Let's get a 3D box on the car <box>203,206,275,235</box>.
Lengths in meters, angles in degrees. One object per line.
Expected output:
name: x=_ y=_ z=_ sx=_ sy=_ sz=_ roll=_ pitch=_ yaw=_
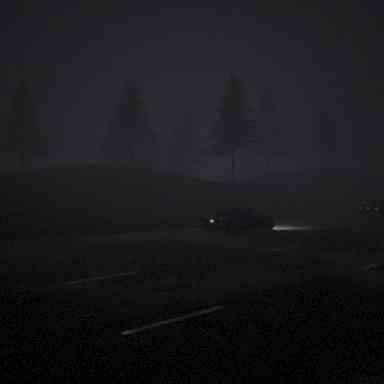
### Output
car: x=2.673 y=1.482 z=18.553 sx=4.181 sy=1.385 sz=1.994 roll=0 pitch=0 yaw=-36

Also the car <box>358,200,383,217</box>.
car: x=16.310 y=1.361 z=28.316 sx=5.357 sy=1.411 sz=2.033 roll=0 pitch=0 yaw=-35
